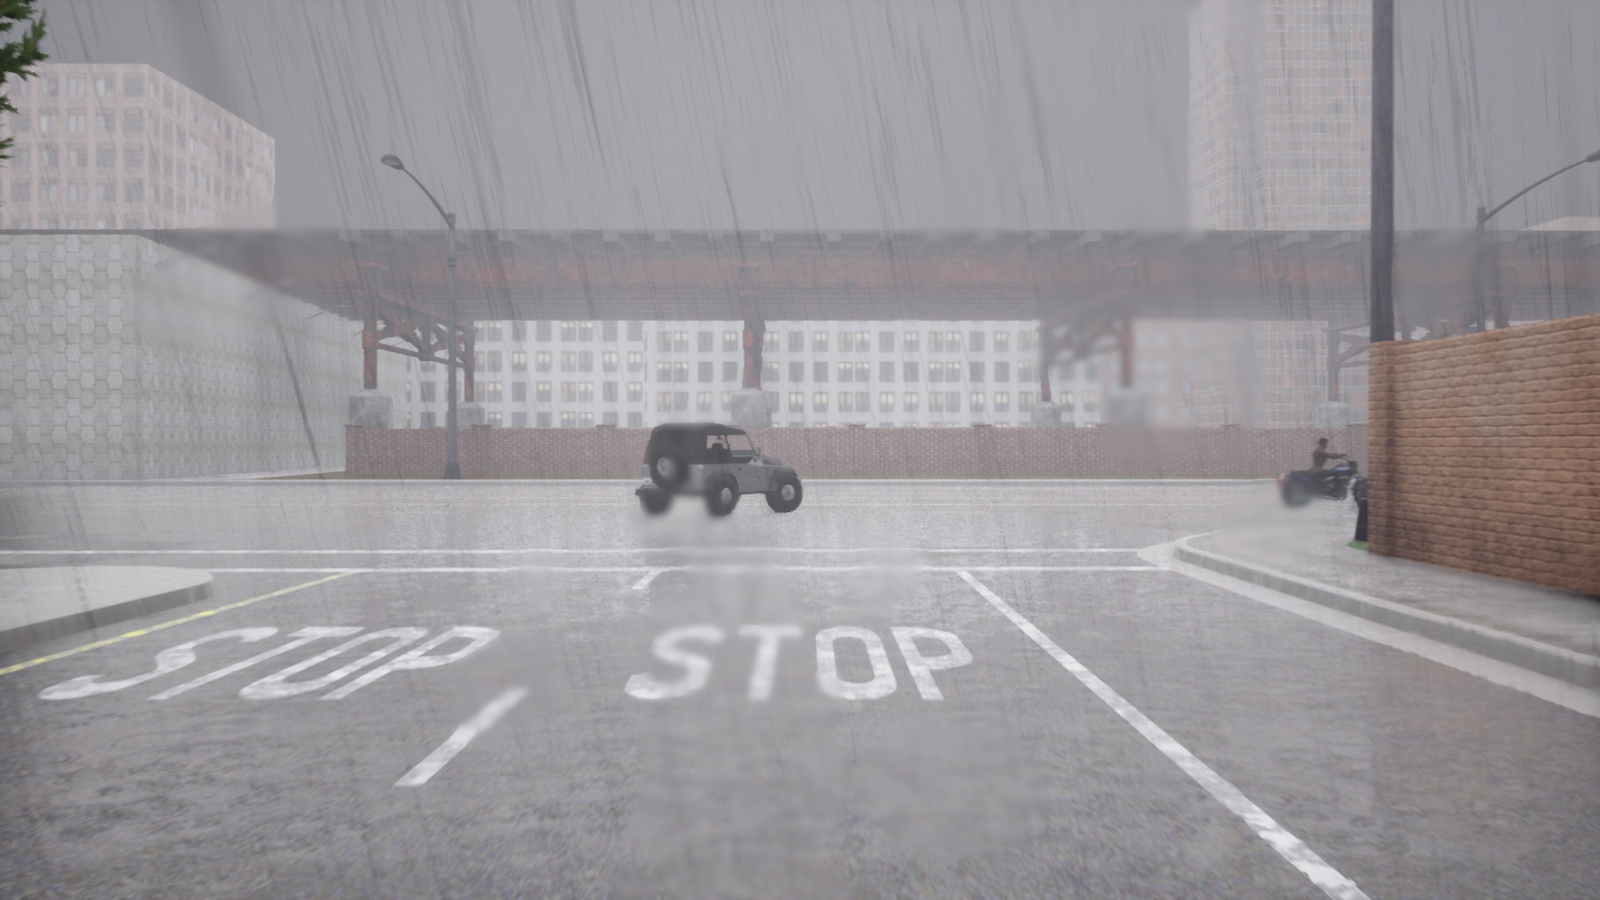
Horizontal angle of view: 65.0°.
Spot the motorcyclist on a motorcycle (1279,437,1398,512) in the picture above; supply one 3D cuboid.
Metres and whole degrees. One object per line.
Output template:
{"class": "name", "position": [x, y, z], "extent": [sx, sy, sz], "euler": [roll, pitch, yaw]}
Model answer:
{"class": "motorcyclist on a motorcycle", "position": [12.100, 0.543, 28.255], "extent": [2.350, 1.649, 0.766], "euler": [0, -1, 1]}

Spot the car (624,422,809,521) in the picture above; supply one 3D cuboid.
{"class": "car", "position": [-1.640, 0.395, 25.959], "extent": [1.905, 1.878, 3.866], "euler": [0, 0, 32]}
